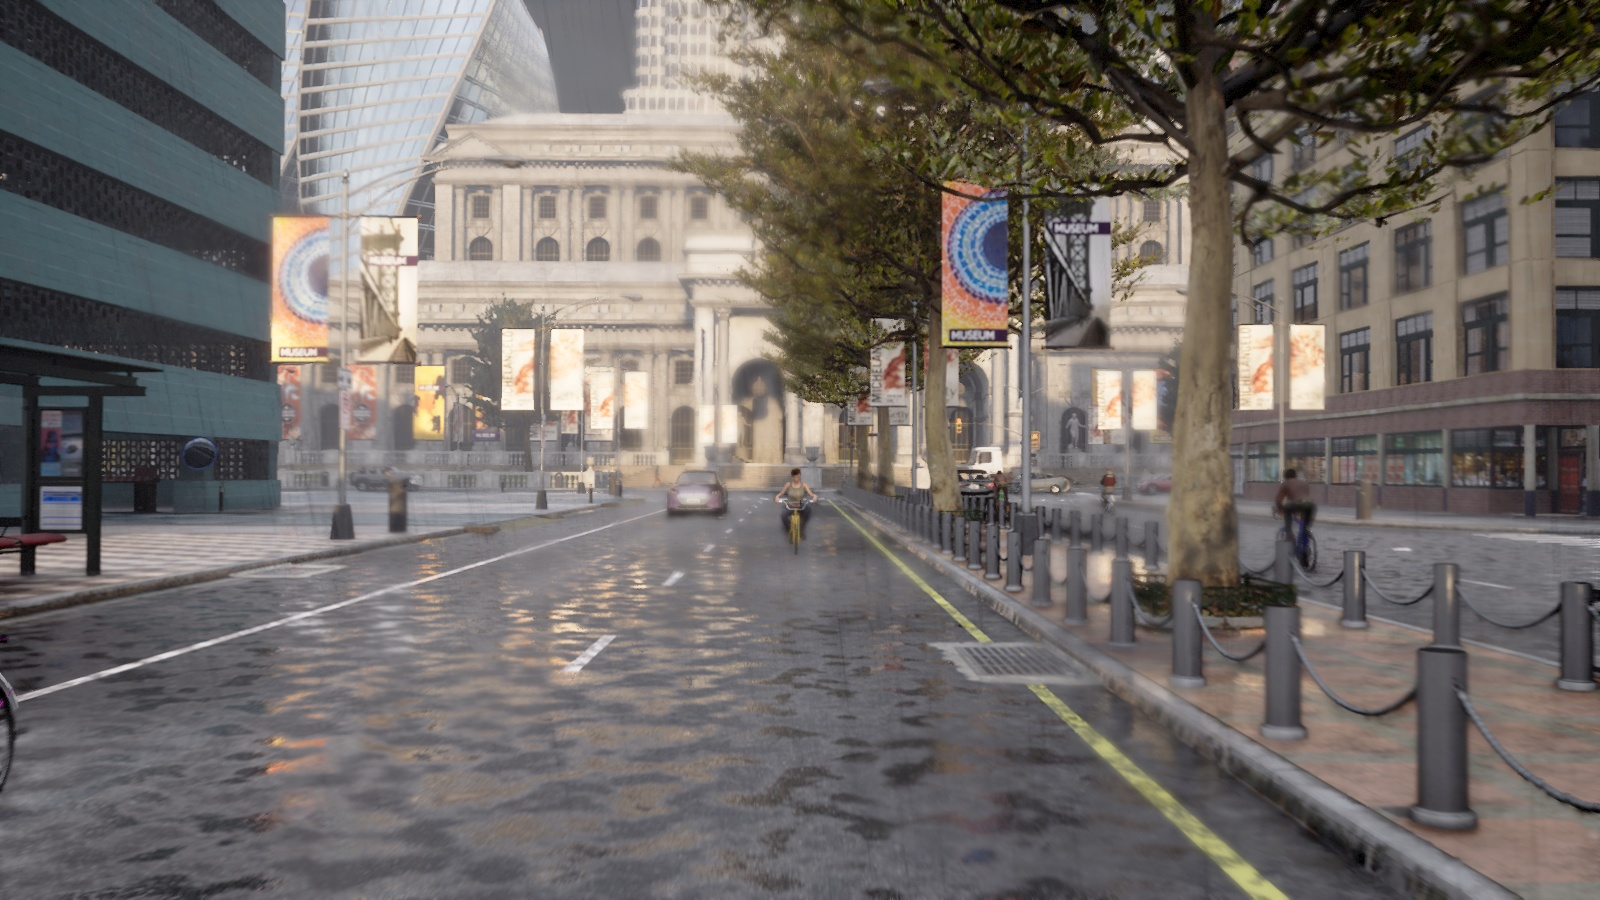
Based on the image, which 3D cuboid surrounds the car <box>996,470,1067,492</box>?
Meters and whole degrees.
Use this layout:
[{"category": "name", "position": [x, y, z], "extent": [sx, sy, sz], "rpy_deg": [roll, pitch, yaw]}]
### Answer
[{"category": "car", "position": [16.276, 2.175, 88.301], "extent": [4.514, 1.525, 2.007], "rpy_deg": [0, -1, -4]}]

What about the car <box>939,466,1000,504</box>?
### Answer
[{"category": "car", "position": [7.854, 1.609, 58.602], "extent": [2.242, 1.667, 4.611], "rpy_deg": [0, -1, 0]}]

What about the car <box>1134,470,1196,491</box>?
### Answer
[{"category": "car", "position": [25.702, 2.159, 88.505], "extent": [3.806, 1.475, 1.970], "rpy_deg": [0, -1, 0]}]

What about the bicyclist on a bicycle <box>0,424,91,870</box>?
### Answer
[{"category": "bicyclist on a bicycle", "position": [-3.512, 0.778, 4.704], "extent": [0.659, 1.776, 1.843], "rpy_deg": [0, -1, 0]}]

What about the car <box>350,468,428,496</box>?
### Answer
[{"category": "car", "position": [-27.824, 2.167, 85.085], "extent": [4.605, 1.855, 1.932], "rpy_deg": [0, -1, 0]}]

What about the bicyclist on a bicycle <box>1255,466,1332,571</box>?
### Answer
[{"category": "bicyclist on a bicycle", "position": [7.950, 1.075, 20.298], "extent": [0.582, 1.620, 1.656], "rpy_deg": [0, -1, 0]}]

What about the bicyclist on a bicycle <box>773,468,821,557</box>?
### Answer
[{"category": "bicyclist on a bicycle", "position": [-0.063, 1.147, 23.623], "extent": [0.866, 1.612, 1.509], "rpy_deg": [0, -1, 0]}]

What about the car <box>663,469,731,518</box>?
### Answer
[{"category": "car", "position": [-3.610, 1.511, 44.933], "extent": [2.033, 1.649, 4.856], "rpy_deg": [0, -1, 0]}]

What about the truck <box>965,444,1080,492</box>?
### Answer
[{"category": "truck", "position": [16.249, 1.308, 92.036], "extent": [7.936, 3.462, 2.891], "rpy_deg": [0, -1, 0]}]
